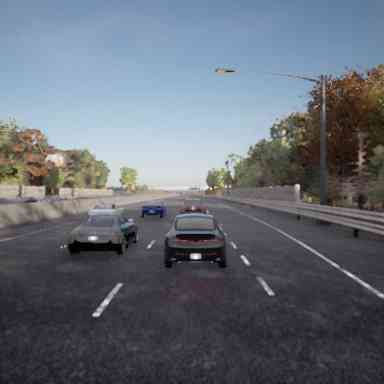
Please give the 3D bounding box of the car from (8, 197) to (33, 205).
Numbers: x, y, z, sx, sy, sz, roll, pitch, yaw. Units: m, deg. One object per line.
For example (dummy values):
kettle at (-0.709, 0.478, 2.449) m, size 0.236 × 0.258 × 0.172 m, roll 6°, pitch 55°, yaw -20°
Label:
car at (-24.562, 1.495, 49.248) m, size 1.882 × 1.535 × 5.008 m, roll 0°, pitch 0°, yaw 0°

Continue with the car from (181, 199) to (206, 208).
car at (0.098, 1.352, 28.633) m, size 2.097 × 1.767 × 4.553 m, roll 0°, pitch 0°, yaw 0°

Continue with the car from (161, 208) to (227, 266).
car at (0.099, 1.501, 11.445) m, size 1.837 × 1.490 × 4.892 m, roll 0°, pitch 0°, yaw 0°

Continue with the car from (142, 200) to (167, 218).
car at (-3.399, 1.479, 30.471) m, size 1.882 × 1.535 × 5.008 m, roll 0°, pitch 0°, yaw 0°

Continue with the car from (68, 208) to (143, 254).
car at (-3.400, 1.561, 13.417) m, size 1.994 × 1.385 × 4.181 m, roll 0°, pitch 0°, yaw 0°

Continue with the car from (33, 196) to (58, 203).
car at (-21.065, 1.369, 49.166) m, size 2.097 × 1.767 × 4.553 m, roll 0°, pitch 0°, yaw 0°

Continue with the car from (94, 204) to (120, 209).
car at (-6.901, 1.601, 27.360) m, size 1.895 × 1.301 × 4.718 m, roll 0°, pitch 0°, yaw 0°

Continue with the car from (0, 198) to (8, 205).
car at (-28.060, 1.563, 47.891) m, size 2.033 × 1.411 × 5.357 m, roll 0°, pitch 0°, yaw 1°

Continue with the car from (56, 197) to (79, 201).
car at (-17.571, 1.617, 48.581) m, size 1.895 × 1.301 × 4.718 m, roll 0°, pitch 0°, yaw 0°
